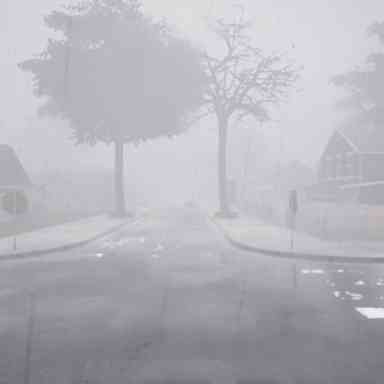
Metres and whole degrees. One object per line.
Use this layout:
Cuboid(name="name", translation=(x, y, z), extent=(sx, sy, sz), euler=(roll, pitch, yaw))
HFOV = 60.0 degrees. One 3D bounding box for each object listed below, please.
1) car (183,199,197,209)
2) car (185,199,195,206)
Cuboid(name="car", translation=(-0.311, 1.775, 51.436), extent=(1.812, 1.442, 4.674), euler=(0, 0, 0))
Cuboid(name="car", translation=(-0.372, 1.899, 61.468), extent=(1.895, 1.301, 4.718), euler=(0, 0, 0))
